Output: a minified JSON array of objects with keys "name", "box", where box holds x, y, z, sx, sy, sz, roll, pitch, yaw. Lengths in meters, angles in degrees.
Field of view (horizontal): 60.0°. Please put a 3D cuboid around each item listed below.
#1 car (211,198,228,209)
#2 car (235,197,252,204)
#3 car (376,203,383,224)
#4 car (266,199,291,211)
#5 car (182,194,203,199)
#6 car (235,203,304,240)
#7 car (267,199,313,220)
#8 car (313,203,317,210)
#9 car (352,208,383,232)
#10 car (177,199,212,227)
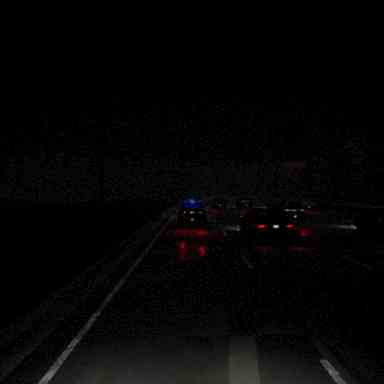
[{"name":"car","box":[3.614,1.472,44.953,1.812,1.442,4.674,0,0,0]},{"name":"car","box":[7.114,1.436,45.877,2.128,1.511,4.902,0,0,0]},{"name":"car","box":[14.107,1.500,21.486,1.812,1.442,4.674,0,0,0]},{"name":"car","box":[10.613,1.552,41.190,1.895,1.301,4.718,0,0,0]},{"name":"car","box":[0.061,1.179,37.124,2.150,2.045,5.566,0,0,0]},{"name":"car","box":[3.604,1.527,16.767,2.033,1.411,5.357,0,0,0]},{"name":"car","box":[7.107,1.461,25.319,2.128,1.511,4.902,0,0,0]},{"name":"car","box":[14.111,1.550,42.219,1.895,1.301,4.718,0,0,0]},{"name":"car","box":[10.605,1.526,17.671,2.033,1.411,5.357,0,0,0]},{"name":"car","box":[0.018,1.463,22.515,2.128,1.511,4.902,0,0,0]}]
